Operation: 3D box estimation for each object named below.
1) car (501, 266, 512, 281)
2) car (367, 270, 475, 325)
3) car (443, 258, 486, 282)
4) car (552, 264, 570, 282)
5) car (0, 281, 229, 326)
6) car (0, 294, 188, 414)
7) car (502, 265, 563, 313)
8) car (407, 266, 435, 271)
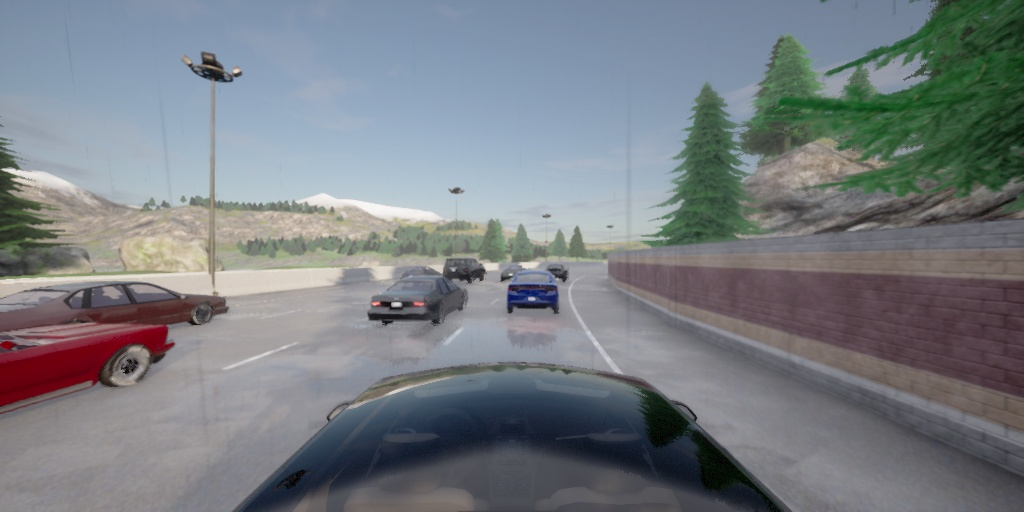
[{"bbox_3d":[0.360,1.529,31.736,1.994,1.385,4.181,0,0,13],"label":"car"},{"bbox_3d":[-2.869,1.369,12.128,2.033,1.411,5.357,0,0,5],"label":"car"},{"bbox_3d":[-3.816,1.164,29.322,2.150,2.045,5.566,0,0,12],"label":"car"},{"bbox_3d":[4.071,1.478,32.251,1.837,1.490,4.892,0,0,14],"label":"car"},{"bbox_3d":[-10.104,1.338,8.978,2.033,1.411,5.357,0,0,4],"label":"car"},{"bbox_3d":[-6.806,1.360,4.028,1.895,1.301,4.718,0,0,1],"label":"car"},{"bbox_3d":[0.918,1.321,14.604,1.882,1.535,5.008,0,0,6],"label":"car"},{"bbox_3d":[-7.351,1.503,29.293,1.994,1.385,4.181,0,0,11],"label":"car"}]
